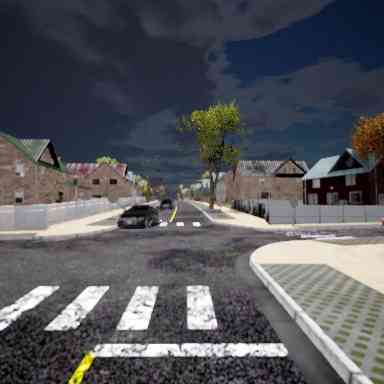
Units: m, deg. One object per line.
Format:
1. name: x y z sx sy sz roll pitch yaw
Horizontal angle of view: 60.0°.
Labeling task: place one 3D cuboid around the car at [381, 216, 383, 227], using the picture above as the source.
1. car: 15.208 1.643 22.589 4.553 1.767 2.097 1 -3 -18

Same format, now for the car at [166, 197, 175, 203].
1. car: -4.866 1.899 75.480 1.895 1.301 4.718 0 -1 -3

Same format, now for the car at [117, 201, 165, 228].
1. car: -3.484 1.606 22.720 1.812 1.442 4.674 1 0 9

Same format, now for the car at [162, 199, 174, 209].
1. car: -3.719 1.770 49.361 1.812 1.442 4.674 0 0 -2
